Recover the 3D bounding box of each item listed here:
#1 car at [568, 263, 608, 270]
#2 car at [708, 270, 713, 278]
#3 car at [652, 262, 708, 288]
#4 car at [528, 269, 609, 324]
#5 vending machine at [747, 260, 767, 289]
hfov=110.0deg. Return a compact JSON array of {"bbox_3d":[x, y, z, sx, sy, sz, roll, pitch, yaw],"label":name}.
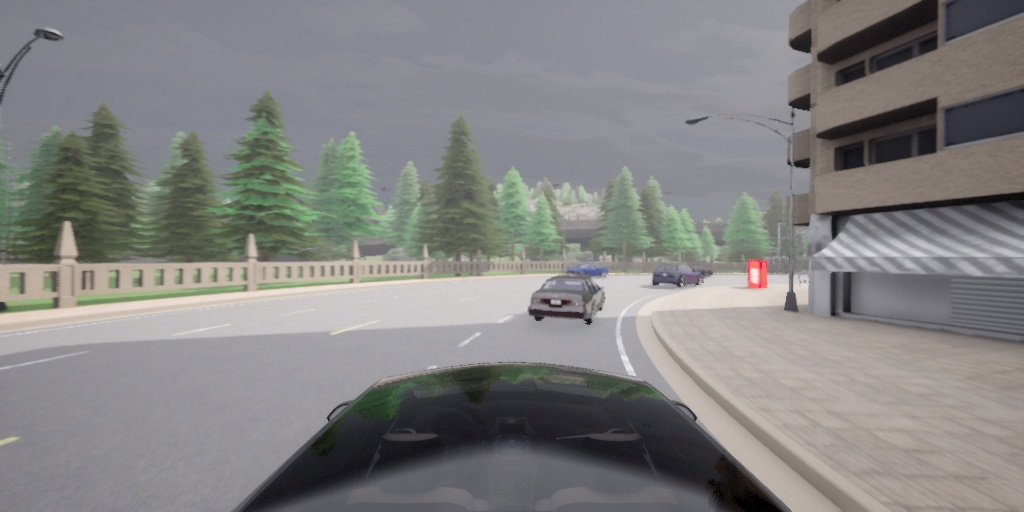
[{"bbox_3d":[7.661,1.453,36.416,5.008,1.535,1.882,1,-1,-35],"label":"car"},{"bbox_3d":[19.395,1.749,38.931,4.718,1.301,1.895,1,0,-22],"label":"car"},{"bbox_3d":[12.368,1.360,26.674,4.553,1.767,2.097,1,0,-41],"label":"car"},{"bbox_3d":[2.079,1.363,12.433,2.033,1.411,5.357,1,0,20],"label":"car"},{"bbox_3d":[16.475,1.253,24.089,0.880,2.100,1.100,0,0,-36],"label":"vending machine"}]
